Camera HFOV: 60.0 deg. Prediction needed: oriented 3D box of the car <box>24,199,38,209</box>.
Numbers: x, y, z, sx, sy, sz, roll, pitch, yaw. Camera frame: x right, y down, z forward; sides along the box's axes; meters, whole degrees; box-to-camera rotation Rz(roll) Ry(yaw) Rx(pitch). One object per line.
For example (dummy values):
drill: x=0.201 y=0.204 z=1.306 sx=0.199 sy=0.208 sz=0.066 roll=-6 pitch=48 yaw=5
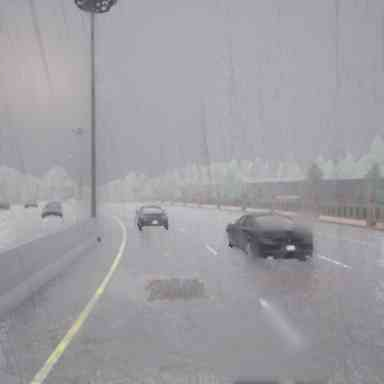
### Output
car: x=-25.644 y=1.865 z=53.216 sx=2.033 sy=1.411 sz=5.357 roll=0 pitch=0 yaw=-22

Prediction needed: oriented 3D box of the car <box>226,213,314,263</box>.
car: x=2.575 y=1.496 z=12.196 sx=1.882 sy=1.535 sz=5.008 roll=0 pitch=0 yaw=-7

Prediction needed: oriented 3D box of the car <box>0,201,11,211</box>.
car: x=-26.787 y=1.914 z=46.678 sx=1.895 sy=1.301 sz=4.718 roll=0 pitch=0 yaw=-22

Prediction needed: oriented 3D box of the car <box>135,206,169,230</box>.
car: x=-2.662 y=1.596 z=21.459 sx=1.812 sy=1.442 sz=4.674 roll=0 pitch=0 yaw=-13

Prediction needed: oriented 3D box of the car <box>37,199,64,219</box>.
car: x=-13.263 y=1.721 z=31.828 sx=2.033 sy=1.411 sz=5.357 roll=0 pitch=0 yaw=-20
